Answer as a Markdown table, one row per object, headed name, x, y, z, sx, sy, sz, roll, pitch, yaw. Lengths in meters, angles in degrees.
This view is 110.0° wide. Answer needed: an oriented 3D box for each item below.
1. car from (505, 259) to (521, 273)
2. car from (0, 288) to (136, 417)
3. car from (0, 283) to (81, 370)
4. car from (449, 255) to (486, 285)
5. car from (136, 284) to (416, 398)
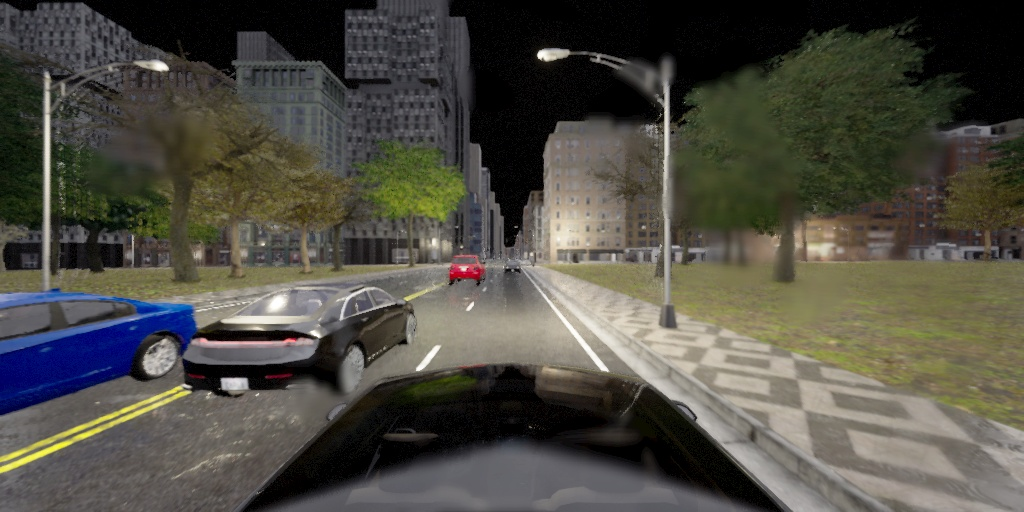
| name | x | y | z | sx | sy | sz | roll | pitch | yaw |
| --- | --- | --- | --- | --- | --- | --- | --- | --- | --- |
| car | 0.093 | 1.351 | 42.765 | 1.895 | 1.301 | 4.718 | 0 | 0 | 0 |
| car | -6.601 | 1.227 | 4.349 | 1.882 | 1.535 | 5.008 | 0 | 0 | 0 |
| car | -9.851 | 1.276 | 5.108 | 1.812 | 1.442 | 4.674 | 0 | 0 | 0 |
| car | -3.160 | 0.966 | 26.078 | 2.150 | 2.045 | 5.566 | 0 | 0 | 0 |
| car | -3.152 | 1.240 | 6.502 | 2.128 | 1.511 | 4.902 | 0 | 0 | 0 |
